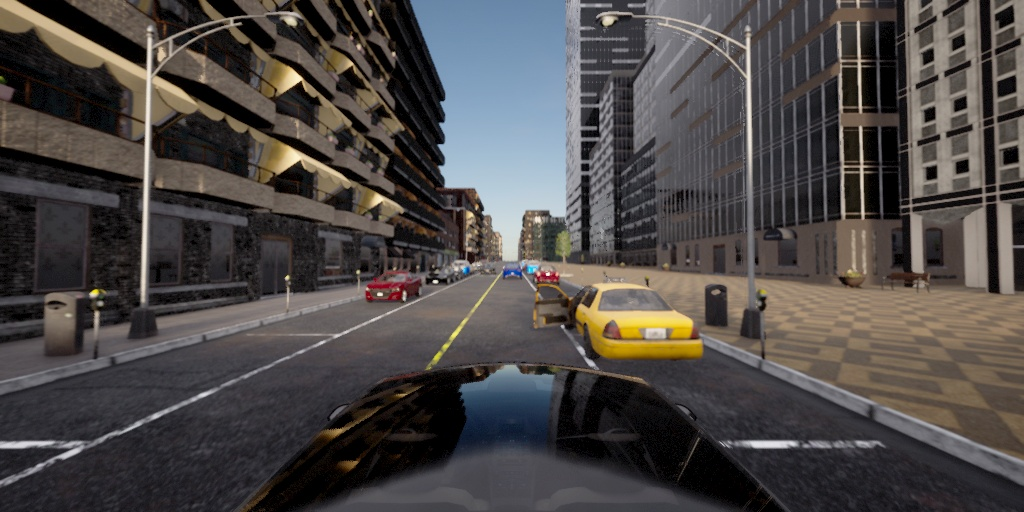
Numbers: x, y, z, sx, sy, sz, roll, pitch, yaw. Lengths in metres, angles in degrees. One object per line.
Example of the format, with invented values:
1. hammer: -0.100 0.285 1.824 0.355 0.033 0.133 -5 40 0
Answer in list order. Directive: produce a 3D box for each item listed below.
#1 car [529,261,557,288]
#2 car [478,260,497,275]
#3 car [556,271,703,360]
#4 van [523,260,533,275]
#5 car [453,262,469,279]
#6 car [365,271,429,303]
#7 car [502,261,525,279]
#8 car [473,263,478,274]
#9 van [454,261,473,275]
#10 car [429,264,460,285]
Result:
1. car: 2.686 1.419 28.822 1.967 1.591 4.097 0 0 0
2. car: -3.024 1.637 46.160 1.837 1.490 4.892 0 -1 0
3. car: 2.349 1.263 8.424 1.801 1.575 5.366 0 0 0
4. van: 2.682 1.464 45.531 1.690 1.789 3.998 0 0 0
5. car: -5.697 1.579 34.390 2.007 1.370 4.403 0 0 0
6. car: -5.693 1.430 17.682 1.888 1.381 4.507 0 0 0
7. car: 0.065 1.522 36.314 1.882 1.535 5.008 0 0 0
8. car: -5.699 1.649 45.360 1.751 1.417 4.829 0 0 0
9. van: -5.698 1.417 39.960 1.690 1.789 3.998 0 0 0
10. car: -5.695 1.546 28.821 1.948 1.339 4.313 0 0 0
